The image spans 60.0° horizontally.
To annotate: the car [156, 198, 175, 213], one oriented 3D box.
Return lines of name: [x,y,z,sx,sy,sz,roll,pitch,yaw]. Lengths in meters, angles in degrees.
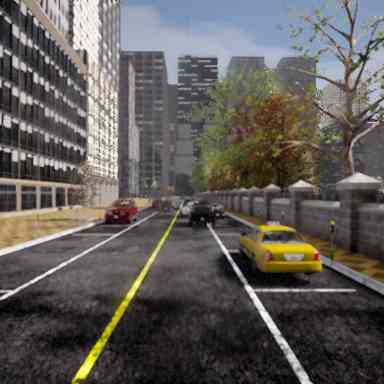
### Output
car: [-3.248,1.877,43.226,1.837,1.490,4.892,0,0,-1]

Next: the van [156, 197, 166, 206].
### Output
van: [-6.197,1.900,65.940,1.690,1.788,3.998,0,0,-1]

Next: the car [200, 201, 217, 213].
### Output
car: [2.147,1.943,43.765,1.947,1.339,4.313,0,0,-1]

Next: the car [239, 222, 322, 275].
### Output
car: [2.540,1.621,10.647,1.752,1.417,4.829,0,0,0]

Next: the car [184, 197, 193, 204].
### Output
car: [-0.942,2.041,80.405,2.128,1.511,4.902,0,0,-1]

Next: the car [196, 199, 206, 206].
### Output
car: [1.828,2.142,65.961,1.802,1.307,4.206,0,0,-1]

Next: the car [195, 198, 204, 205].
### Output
car: [1.669,2.088,77.061,1.967,1.590,4.097,0,0,-1]

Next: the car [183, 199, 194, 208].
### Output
car: [-0.631,1.979,58.853,1.882,1.535,5.008,0,0,-1]

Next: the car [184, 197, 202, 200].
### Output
car: [0.191,1.812,41.237,1.801,1.575,5.366,0,0,4]

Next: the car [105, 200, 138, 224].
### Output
car: [-5.642,1.552,27.155,2.192,1.841,5.009,0,0,-1]

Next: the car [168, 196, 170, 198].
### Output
car: [-6.277,2.185,71.478,1.802,1.307,4.206,0,0,-1]

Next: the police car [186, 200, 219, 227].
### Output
police car: [0.671,1.645,25.126,1.930,1.638,5.238,0,0,-1]

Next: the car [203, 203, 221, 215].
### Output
car: [2.227,1.912,38.216,1.802,1.307,4.206,0,0,-1]

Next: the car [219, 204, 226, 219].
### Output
car: [2.306,1.834,32.667,2.008,1.369,4.403,0,0,-1]

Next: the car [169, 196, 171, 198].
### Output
car: [-6.354,2.172,76.848,1.752,1.417,4.829,0,0,-1]

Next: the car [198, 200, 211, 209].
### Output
car: [1.988,2.035,54.864,1.947,1.339,4.313,0,0,-1]

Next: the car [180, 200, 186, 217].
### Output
car: [0.064,1.827,34.805,1.812,1.442,4.674,0,0,-14]

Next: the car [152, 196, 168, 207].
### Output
car: [-6.118,1.829,60.400,2.192,1.841,5.009,0,0,-1]
